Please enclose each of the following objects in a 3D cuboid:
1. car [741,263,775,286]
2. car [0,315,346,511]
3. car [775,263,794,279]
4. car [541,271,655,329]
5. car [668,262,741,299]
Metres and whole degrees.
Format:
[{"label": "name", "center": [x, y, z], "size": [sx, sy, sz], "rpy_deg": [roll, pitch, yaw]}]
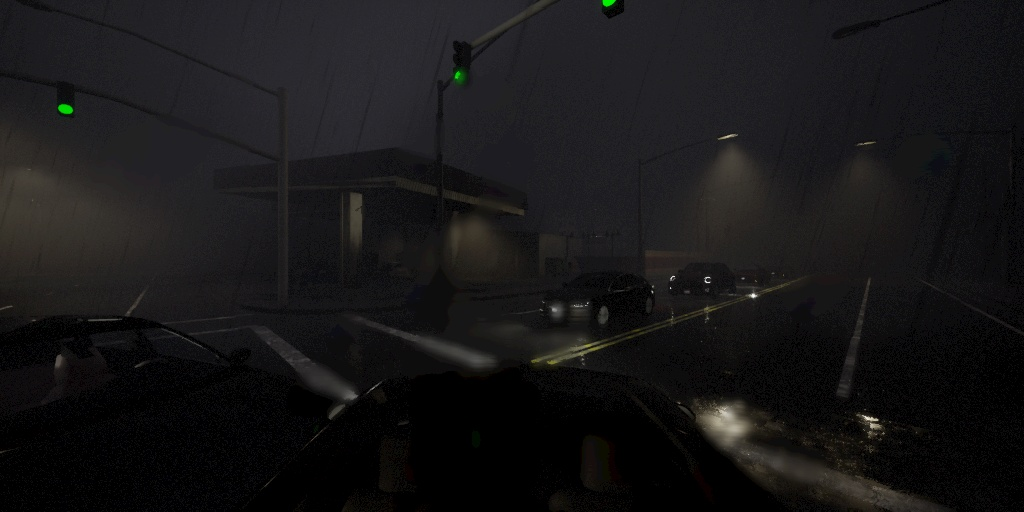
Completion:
[{"label": "car", "center": [16.753, 1.314, 25.256], "size": [1.994, 1.385, 4.181], "rpy_deg": [0, 0, 44]}, {"label": "car", "center": [-3.410, 1.242, 2.566], "size": [4.902, 1.511, 2.128], "rpy_deg": [0, 0, 15]}, {"label": "car", "center": [23.916, 1.314, 32.280], "size": [4.181, 1.385, 1.994], "rpy_deg": [0, 0, -44]}, {"label": "car", "center": [2.930, 1.255, 11.557], "size": [1.837, 1.490, 4.892], "rpy_deg": [0, 0, 45]}, {"label": "car", "center": [9.797, 1.102, 18.374], "size": [4.553, 1.767, 2.097], "rpy_deg": [0, 0, -45]}]
